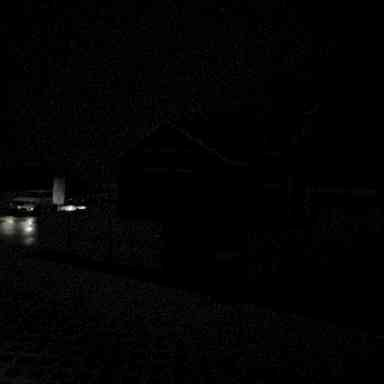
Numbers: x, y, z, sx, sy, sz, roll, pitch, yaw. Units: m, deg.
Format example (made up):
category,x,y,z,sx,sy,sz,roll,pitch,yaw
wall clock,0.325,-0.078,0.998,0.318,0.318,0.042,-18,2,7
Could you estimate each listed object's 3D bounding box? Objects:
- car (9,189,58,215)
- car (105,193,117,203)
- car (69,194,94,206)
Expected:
category,x,y,z,sx,sy,sz,roll,pitch,yaw
car,-13.768,0.829,29.439,2.150,2.045,5.566,3,1,2
car,-11.303,0.873,48.407,2.033,1.411,5.357,3,1,-3
car,-13.828,0.957,41.832,1.895,1.301,4.718,3,1,-2
